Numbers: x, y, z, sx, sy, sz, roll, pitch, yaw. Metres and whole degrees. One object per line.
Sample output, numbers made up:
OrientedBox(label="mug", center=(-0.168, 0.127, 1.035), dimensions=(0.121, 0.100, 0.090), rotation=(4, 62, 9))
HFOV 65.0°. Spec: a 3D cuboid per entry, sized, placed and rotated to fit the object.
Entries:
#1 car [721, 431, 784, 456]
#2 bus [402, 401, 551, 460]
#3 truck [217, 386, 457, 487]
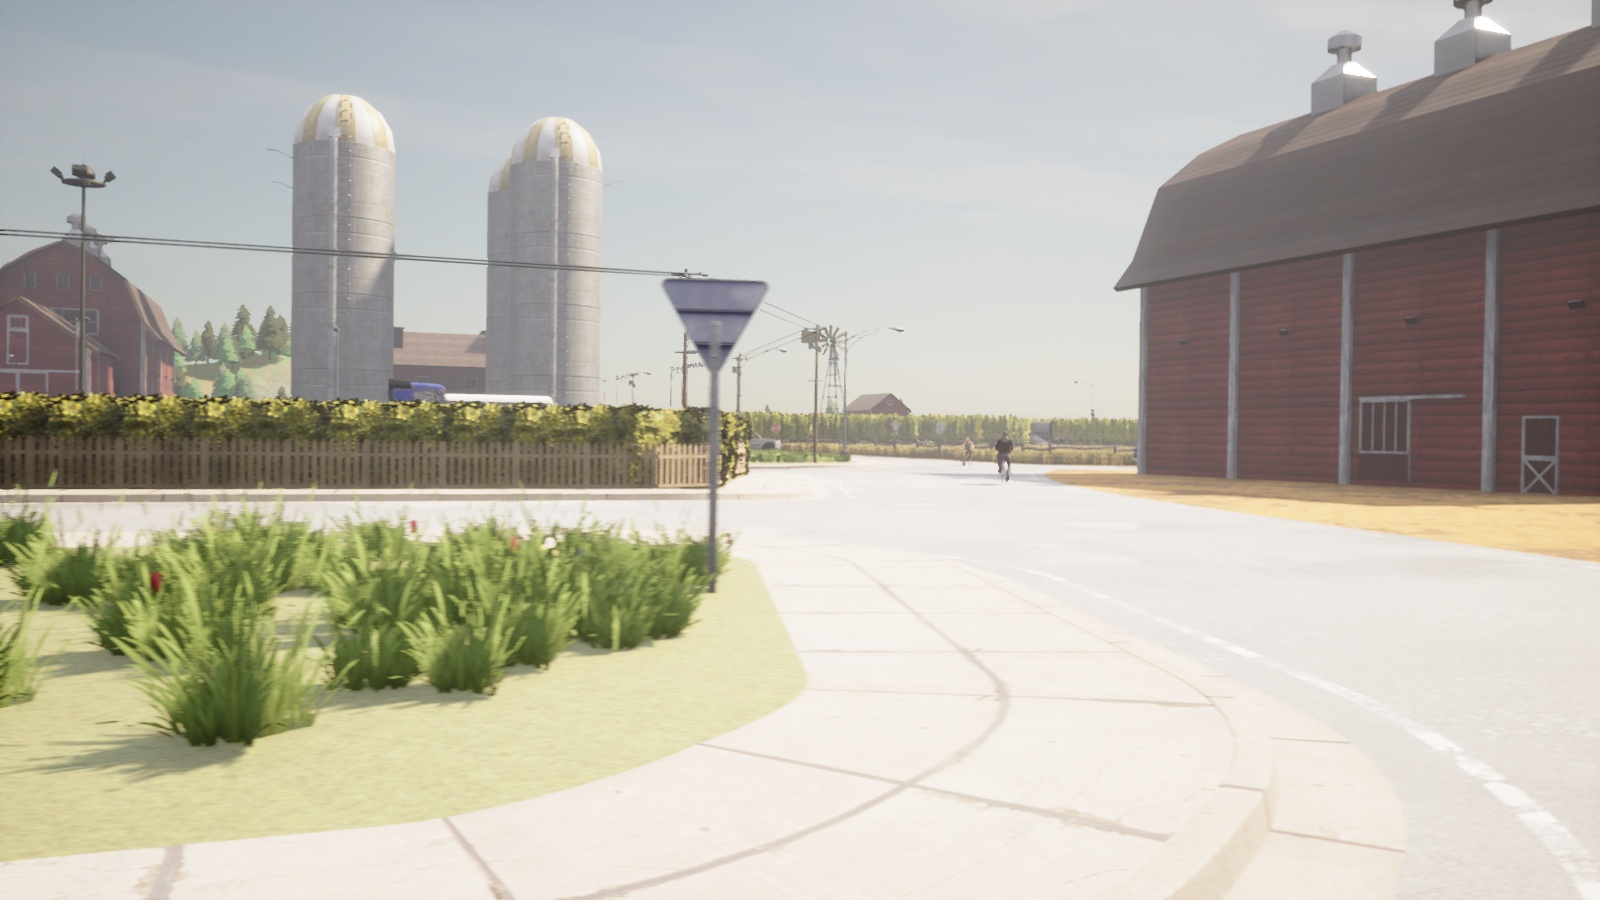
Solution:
OrientedBox(label="car", center=(-3.592, -0.490, 96.309), dimensions=(4.605, 1.855, 1.932), rotation=(0, 0, 6))
OrientedBox(label="bus", center=(-24.066, -1.486, 93.437), dimensions=(10.273, 4.253, 3.944), rotation=(-1, 1, -22))
OrientedBox(label="truck", center=(-16.740, -0.515, 45.723), dimensions=(7.936, 3.462, 2.891), rotation=(-1, 1, -21))
